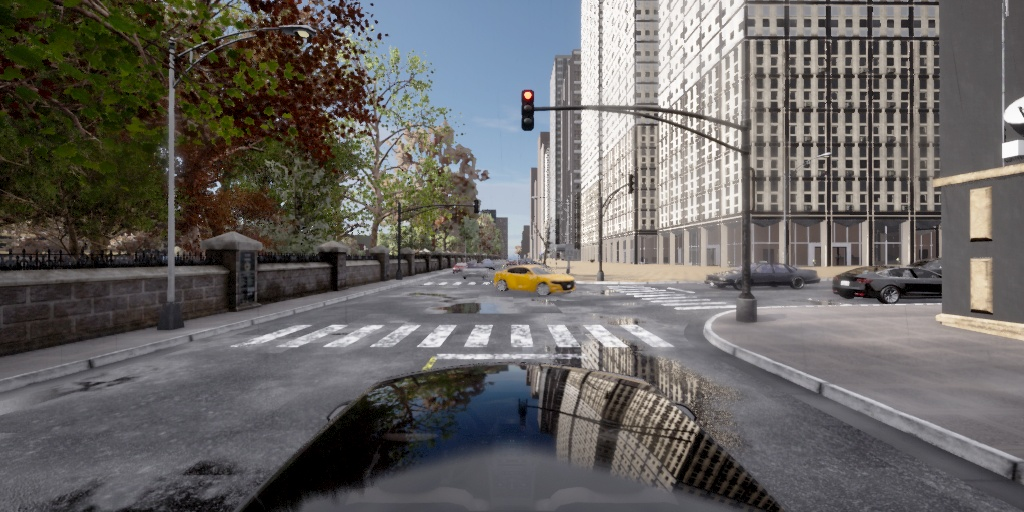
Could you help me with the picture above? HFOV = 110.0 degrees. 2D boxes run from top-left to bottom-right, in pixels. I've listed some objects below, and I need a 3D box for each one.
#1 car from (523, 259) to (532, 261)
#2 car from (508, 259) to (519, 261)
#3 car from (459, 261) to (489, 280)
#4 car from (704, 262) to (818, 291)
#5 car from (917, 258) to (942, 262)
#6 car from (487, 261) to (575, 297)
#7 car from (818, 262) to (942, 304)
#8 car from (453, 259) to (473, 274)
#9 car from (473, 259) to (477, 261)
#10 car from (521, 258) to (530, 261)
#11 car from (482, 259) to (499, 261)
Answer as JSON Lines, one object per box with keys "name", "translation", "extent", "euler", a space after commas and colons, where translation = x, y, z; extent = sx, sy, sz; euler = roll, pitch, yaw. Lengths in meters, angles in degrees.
{"name": "car", "translation": [2.560, 1.335, 41.716], "extent": [1.948, 1.339, 4.313], "euler": [0, 0, 0]}
{"name": "car", "translation": [-0.103, 1.320, 65.347], "extent": [1.812, 1.442, 4.674], "euler": [0, 0, 0]}
{"name": "car", "translation": [-3.195, 1.363, 31.578], "extent": [1.895, 1.301, 4.718], "euler": [0, 0, 0]}
{"name": "car", "translation": [13.391, 1.054, 19.310], "extent": [5.357, 1.411, 2.033], "euler": [-1, 0, -1]}
{"name": "car", "translation": [23.229, 0.844, 19.406], "extent": [4.892, 1.490, 1.837], "euler": [-1, 0, -1]}
{"name": "car", "translation": [1.099, 1.228, 19.373], "extent": [1.882, 1.535, 5.008], "euler": [-1, 0, -42]}
{"name": "car", "translation": [14.647, 1.026, 13.540], "extent": [4.313, 1.339, 1.948], "euler": [0, 0, 0]}
{"name": "car", "translation": [-5.820, 1.351, 41.688], "extent": [1.802, 1.307, 4.207], "euler": [0, 0, 0]}
{"name": "car", "translation": [-5.856, 1.219, 52.953], "extent": [1.967, 1.591, 4.097], "euler": [0, 0, 0]}
{"name": "car", "translation": [2.542, 1.339, 47.348], "extent": [1.948, 1.339, 4.313], "euler": [0, 0, 0]}
{"name": "car", "translation": [-3.252, 1.324, 50.235], "extent": [2.033, 1.411, 5.357], "euler": [0, 0, 0]}
